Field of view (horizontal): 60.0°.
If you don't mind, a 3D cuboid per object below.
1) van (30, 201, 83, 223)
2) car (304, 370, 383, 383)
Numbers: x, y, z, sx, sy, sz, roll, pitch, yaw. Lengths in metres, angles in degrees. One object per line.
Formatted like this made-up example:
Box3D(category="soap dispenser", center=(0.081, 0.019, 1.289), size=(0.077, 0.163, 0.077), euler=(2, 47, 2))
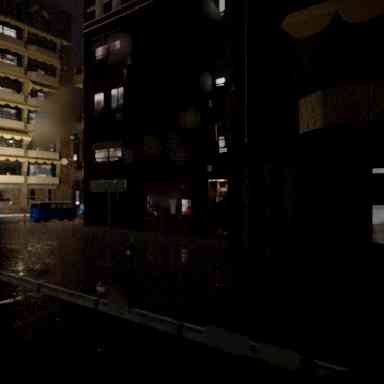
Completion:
Box3D(category="van", center=(-11.897, 1.705, 28.812), size=(1.690, 1.788, 3.998), euler=(-1, -2, 35))
Box3D(category="car", center=(2.403, 1.551, 1.163), size=(4.403, 1.369, 2.008), euler=(0, 0, 35))
